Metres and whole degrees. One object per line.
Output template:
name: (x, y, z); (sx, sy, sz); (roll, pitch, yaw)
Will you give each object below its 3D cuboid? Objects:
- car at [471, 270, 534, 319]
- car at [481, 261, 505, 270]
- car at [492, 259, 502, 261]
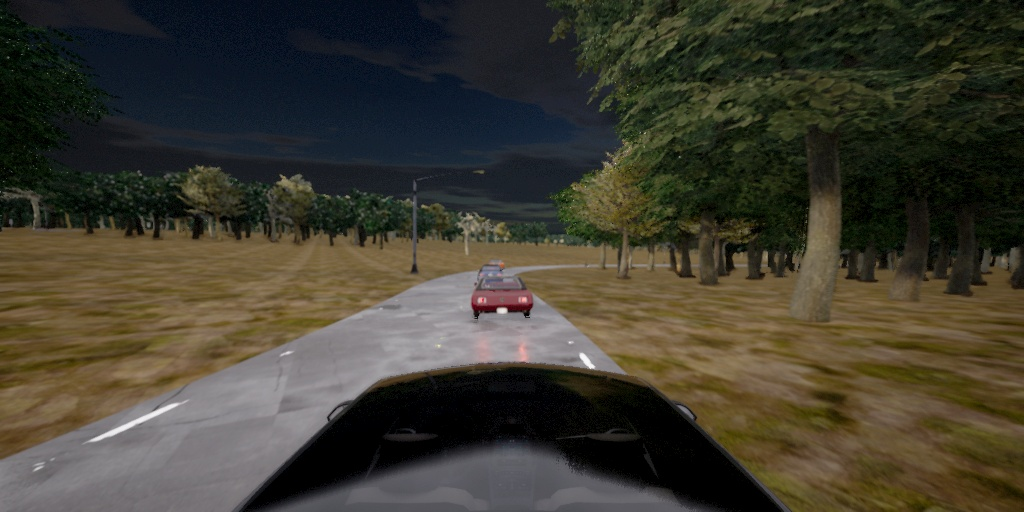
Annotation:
car: (-0.420, 1.335, 12.812); (1.895, 1.301, 4.718); (0, 0, -4)
car: (-1.503, 1.312, 26.062); (2.033, 1.411, 5.357); (0, 0, -3)
car: (-2.552, 1.293, 54.693); (2.097, 1.767, 4.553); (1, 0, 12)
